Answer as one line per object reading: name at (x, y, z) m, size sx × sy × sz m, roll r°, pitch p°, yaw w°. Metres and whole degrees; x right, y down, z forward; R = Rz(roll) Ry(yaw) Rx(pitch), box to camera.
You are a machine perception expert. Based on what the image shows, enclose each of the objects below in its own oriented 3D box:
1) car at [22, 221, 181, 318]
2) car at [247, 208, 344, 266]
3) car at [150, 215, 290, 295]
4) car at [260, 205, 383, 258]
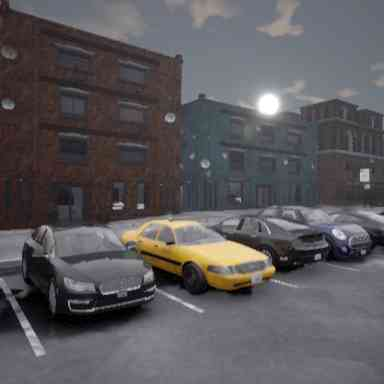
car at (-2.590, 1.464, 7.606) m, size 2.231 × 1.521 × 4.892 m, roll 0°, pitch 0°, yaw -36°
car at (1.949, 1.465, 10.828) m, size 2.231 × 1.521 × 4.892 m, roll 0°, pitch 0°, yaw -36°
car at (-0.213, 1.460, 9.066) m, size 1.946 × 1.575 × 5.366 m, roll 0°, pitch 0°, yaw -35°
car at (4.194, 1.338, 12.476) m, size 2.185 × 1.767 × 4.553 m, roll 0°, pitch 0°, yaw -35°
